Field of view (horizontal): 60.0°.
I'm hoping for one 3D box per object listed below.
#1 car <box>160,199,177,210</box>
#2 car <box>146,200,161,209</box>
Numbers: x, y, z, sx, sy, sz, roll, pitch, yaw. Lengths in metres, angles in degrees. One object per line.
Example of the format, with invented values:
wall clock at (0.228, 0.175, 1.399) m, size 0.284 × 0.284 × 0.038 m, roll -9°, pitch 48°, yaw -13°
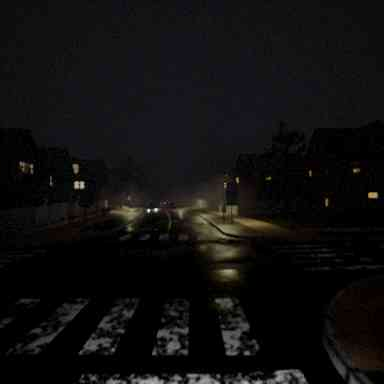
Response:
car at (-3.747, 2.296, 55.846) m, size 1.895 × 1.301 × 4.718 m, roll 0°, pitch -1°, yaw -10°
car at (-7.201, 2.325, 59.468) m, size 1.994 × 1.385 × 4.181 m, roll 0°, pitch -1°, yaw -10°
